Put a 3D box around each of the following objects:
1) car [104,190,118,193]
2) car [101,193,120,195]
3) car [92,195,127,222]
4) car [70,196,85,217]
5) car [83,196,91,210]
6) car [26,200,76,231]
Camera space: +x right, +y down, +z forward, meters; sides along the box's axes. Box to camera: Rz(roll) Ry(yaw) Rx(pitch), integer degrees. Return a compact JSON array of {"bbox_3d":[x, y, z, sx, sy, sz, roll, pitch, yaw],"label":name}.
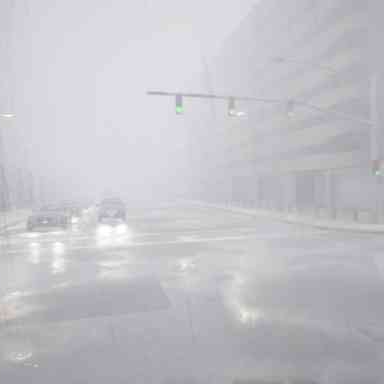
[{"bbox_3d":[-10.528,0.774,43.105,2.150,2.045,5.566,-1,1,-14],"label":"car"},{"bbox_3d":[-8.050,1.153,33.086,1.837,1.490,4.892,-1,1,-14],"label":"car"},{"bbox_3d":[-5.835,1.226,24.106,2.128,1.511,4.902,-1,1,-14],"label":"car"},{"bbox_3d":[-10.385,1.338,27.918,1.994,1.385,4.181,-1,1,-14],"label":"car"},{"bbox_3d":[-12.809,1.207,37.700,1.812,1.442,4.674,-1,1,-13],"label":"car"},{"bbox_3d":[-8.365,1.416,19.755,1.994,1.385,4.181,-1,1,-14],"label":"car"}]
